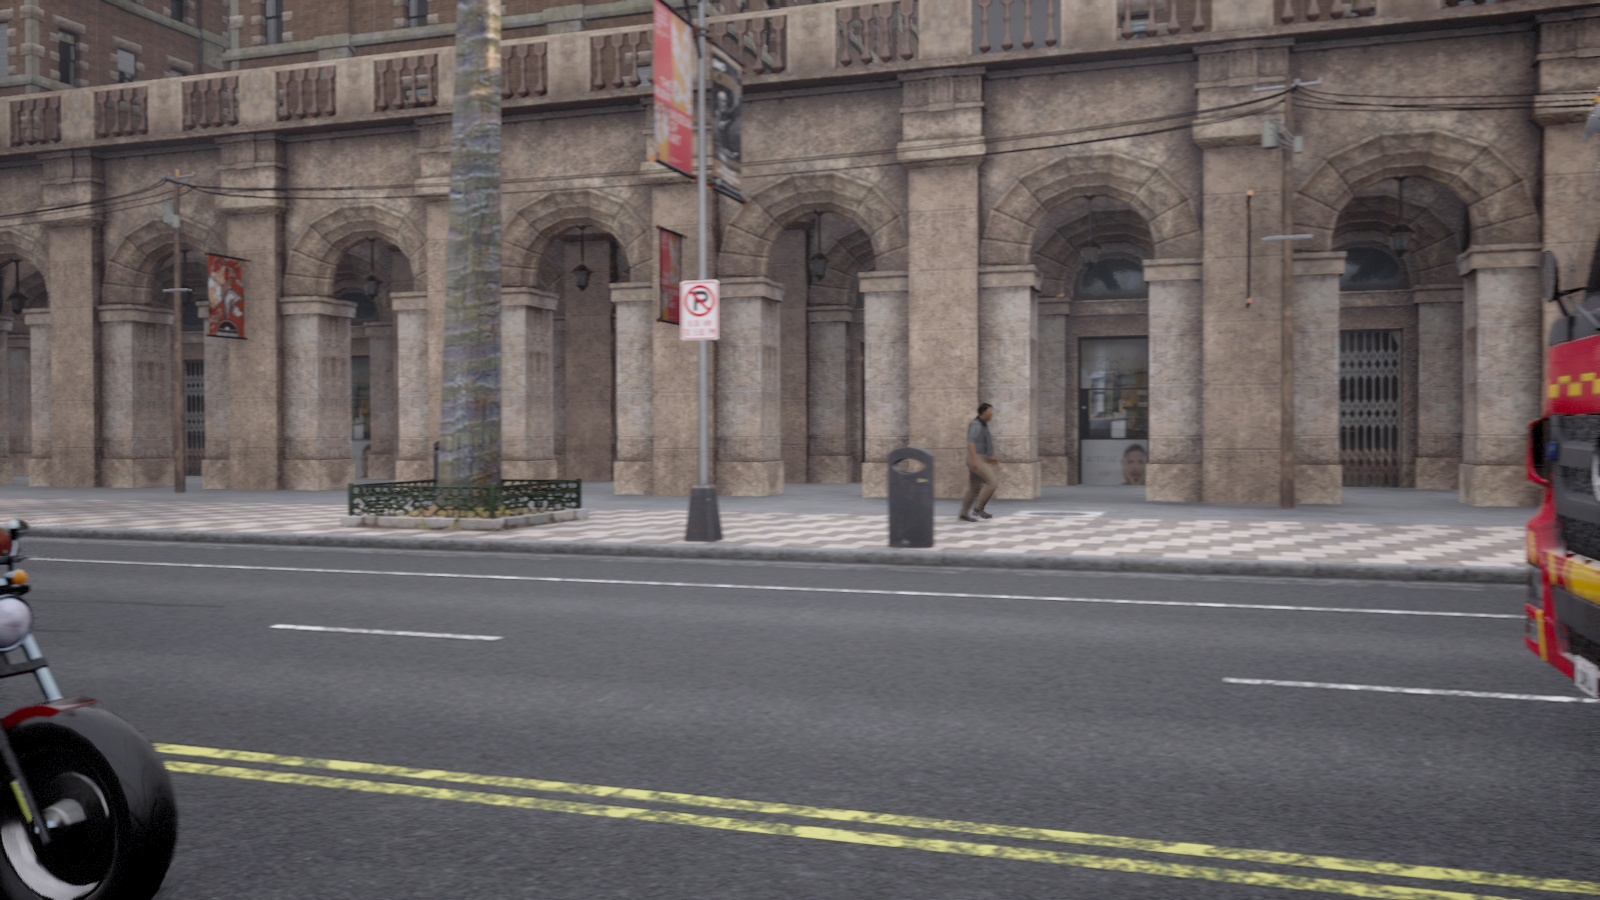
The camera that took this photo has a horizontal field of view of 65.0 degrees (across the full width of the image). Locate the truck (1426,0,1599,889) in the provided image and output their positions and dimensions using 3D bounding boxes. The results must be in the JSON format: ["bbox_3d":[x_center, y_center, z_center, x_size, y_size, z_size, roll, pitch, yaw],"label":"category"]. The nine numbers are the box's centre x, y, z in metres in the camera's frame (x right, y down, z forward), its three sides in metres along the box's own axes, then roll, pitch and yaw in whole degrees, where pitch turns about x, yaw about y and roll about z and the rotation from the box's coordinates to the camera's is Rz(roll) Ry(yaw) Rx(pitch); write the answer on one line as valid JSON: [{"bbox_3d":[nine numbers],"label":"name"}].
[{"bbox_3d":[7.144,-0.382,4.423,8.468,3.827,2.891,1,1,18],"label":"truck"}]

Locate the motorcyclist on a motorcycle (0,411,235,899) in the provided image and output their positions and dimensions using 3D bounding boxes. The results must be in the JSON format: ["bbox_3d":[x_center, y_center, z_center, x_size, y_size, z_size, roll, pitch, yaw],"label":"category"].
[{"bbox_3d":[-3.143,0.697,4.250,2.350,1.649,0.766,1,1,19],"label":"motorcyclist on a motorcycle"}]

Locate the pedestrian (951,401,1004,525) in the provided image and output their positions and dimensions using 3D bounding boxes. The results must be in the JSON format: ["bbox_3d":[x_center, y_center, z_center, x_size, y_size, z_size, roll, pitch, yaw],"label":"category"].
[{"bbox_3d":[2.683,0.189,18.984,0.694,1.848,0.540,1,1,18],"label":"pedestrian"}]
